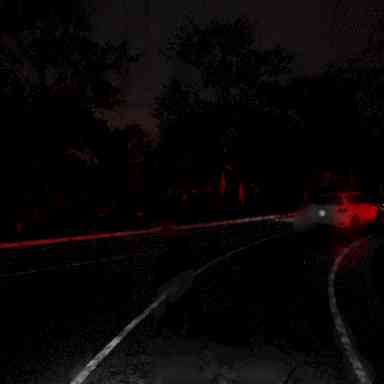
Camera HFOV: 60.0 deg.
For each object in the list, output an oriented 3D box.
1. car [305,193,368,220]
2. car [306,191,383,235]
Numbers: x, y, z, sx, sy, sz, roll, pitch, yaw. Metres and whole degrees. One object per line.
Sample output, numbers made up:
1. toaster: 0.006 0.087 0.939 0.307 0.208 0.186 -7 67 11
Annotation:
1. car: 10.361 0.978 23.750 4.892 1.490 1.837 -3 2 -35
2. car: 8.115 0.957 17.564 5.566 2.045 2.150 -3 2 -43
